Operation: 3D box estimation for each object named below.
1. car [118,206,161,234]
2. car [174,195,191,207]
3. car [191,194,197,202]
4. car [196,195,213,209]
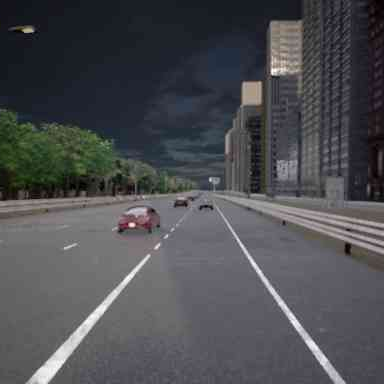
[{"bbox_3d":[-2.921,1.500,19.076,1.812,1.442,4.674,0,0,3],"label":"car"},{"bbox_3d":[-1.548,1.458,49.970,1.882,1.535,5.008,0,0,2],"label":"car"},{"bbox_3d":[-0.273,1.531,80.846,1.837,1.490,4.892,0,0,2],"label":"car"},{"bbox_3d":[1.944,1.553,45.932,2.033,1.411,5.357,0,0,2],"label":"car"}]
